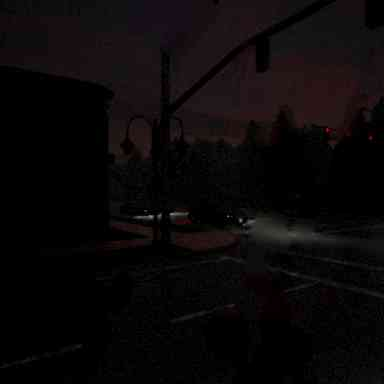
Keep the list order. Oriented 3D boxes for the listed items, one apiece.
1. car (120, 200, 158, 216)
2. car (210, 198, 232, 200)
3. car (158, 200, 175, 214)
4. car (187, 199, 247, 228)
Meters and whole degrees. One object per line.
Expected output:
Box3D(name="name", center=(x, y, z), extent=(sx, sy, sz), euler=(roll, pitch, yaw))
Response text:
Box3D(name="car", center=(-5.395, 1.548, 32.273), extent=(1.994, 1.385, 4.181), euler=(0, 0, -35))
Box3D(name="car", center=(2.161, 1.487, 27.547), extent=(1.837, 1.490, 4.892), euler=(0, 0, -35))
Box3D(name="car", center=(-3.583, 1.546, 35.803), extent=(1.994, 1.385, 4.181), euler=(0, 0, -35))
Box3D(name="car", center=(1.571, 1.477, 22.285), extent=(2.128, 1.511, 4.902), euler=(0, 0, -35))
